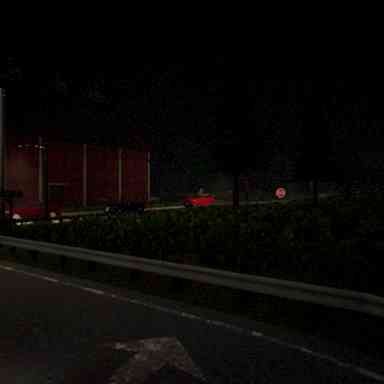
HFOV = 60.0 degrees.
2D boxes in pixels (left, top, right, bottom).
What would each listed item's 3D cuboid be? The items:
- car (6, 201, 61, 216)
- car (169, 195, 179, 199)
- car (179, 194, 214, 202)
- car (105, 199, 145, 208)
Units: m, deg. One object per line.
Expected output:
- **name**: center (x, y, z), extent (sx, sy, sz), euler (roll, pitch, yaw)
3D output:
- **car**: center (-13.409, 1.555, 27.604), extent (1.882, 1.535, 5.008), euler (0, 0, 36)
- **car**: center (-4.708, 1.631, 85.582), extent (1.816, 1.474, 4.193), euler (0, 0, 36)
- **car**: center (1.024, 1.299, 47.195), extent (2.150, 2.045, 5.566), euler (0, 0, 37)
- **car**: center (-7.217, 1.568, 36.016), extent (2.128, 1.511, 4.902), euler (0, 0, 36)
